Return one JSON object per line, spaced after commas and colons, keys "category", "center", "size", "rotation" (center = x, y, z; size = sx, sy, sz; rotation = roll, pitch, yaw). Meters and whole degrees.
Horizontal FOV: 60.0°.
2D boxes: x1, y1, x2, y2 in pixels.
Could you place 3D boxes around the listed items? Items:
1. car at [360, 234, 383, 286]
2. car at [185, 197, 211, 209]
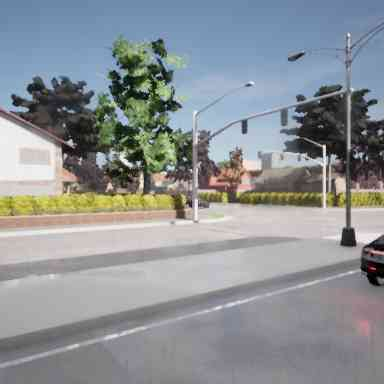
{"category": "car", "center": [6.027, 1.474, 8.086], "size": [4.902, 1.511, 2.128], "rotation": [0, 0, -35]}
{"category": "car", "center": [0.451, 1.456, 43.916], "size": [1.837, 1.490, 4.892], "rotation": [0, 0, -36]}
